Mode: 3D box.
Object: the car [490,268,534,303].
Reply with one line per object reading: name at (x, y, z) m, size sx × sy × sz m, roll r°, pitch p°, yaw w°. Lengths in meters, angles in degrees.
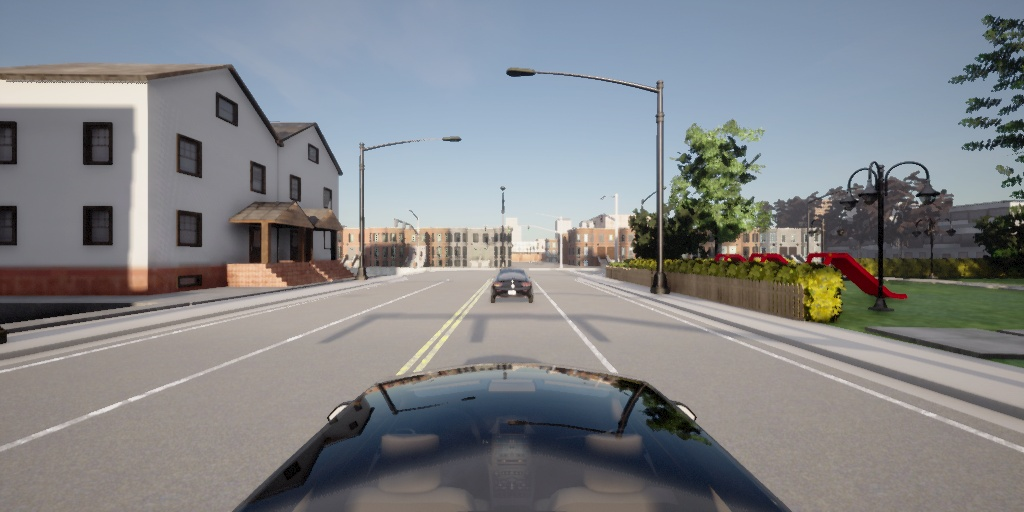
car at (0.000, 1.282, 16.500) m, size 1.812 × 1.442 × 4.674 m, roll 0°, pitch 0°, yaw 0°
